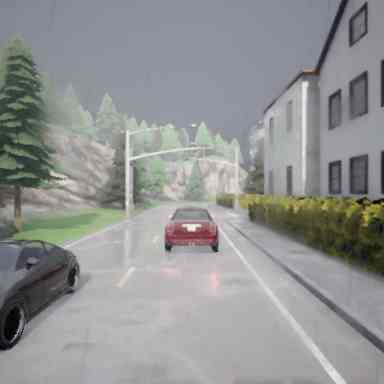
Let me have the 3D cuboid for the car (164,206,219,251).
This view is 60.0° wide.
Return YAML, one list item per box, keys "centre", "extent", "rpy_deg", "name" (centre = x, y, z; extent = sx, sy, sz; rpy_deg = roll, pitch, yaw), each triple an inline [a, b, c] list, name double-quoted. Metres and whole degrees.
- centre: [-0.014, 1.401, 14.547]
  extent: [2.097, 1.767, 4.553]
  rpy_deg: [0, 0, 0]
  name: "car"

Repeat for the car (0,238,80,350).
- centre: [-3.595, 1.586, 6.105]
  extent: [1.994, 1.385, 4.181]
  rpy_deg: [0, 0, 0]
  name: "car"
